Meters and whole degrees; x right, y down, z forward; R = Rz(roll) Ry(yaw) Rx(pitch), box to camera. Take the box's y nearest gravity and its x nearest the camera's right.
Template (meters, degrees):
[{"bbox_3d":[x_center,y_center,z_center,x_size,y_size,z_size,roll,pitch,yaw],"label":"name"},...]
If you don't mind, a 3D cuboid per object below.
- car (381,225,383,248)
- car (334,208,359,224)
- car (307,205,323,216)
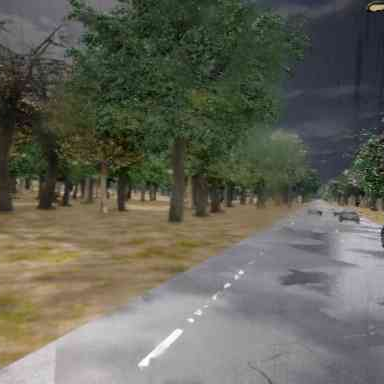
[{"bbox_3d":[10.139,1.820,14.955,2.150,2.045,5.566,3,0,21],"label":"car"},{"bbox_3d":[17.198,2.575,36.571,2.128,1.511,4.902,3,0,21],"label":"car"},{"bbox_3d":[18.073,2.681,48.917,1.882,1.535,5.008,3,0,21],"label":"car"}]
